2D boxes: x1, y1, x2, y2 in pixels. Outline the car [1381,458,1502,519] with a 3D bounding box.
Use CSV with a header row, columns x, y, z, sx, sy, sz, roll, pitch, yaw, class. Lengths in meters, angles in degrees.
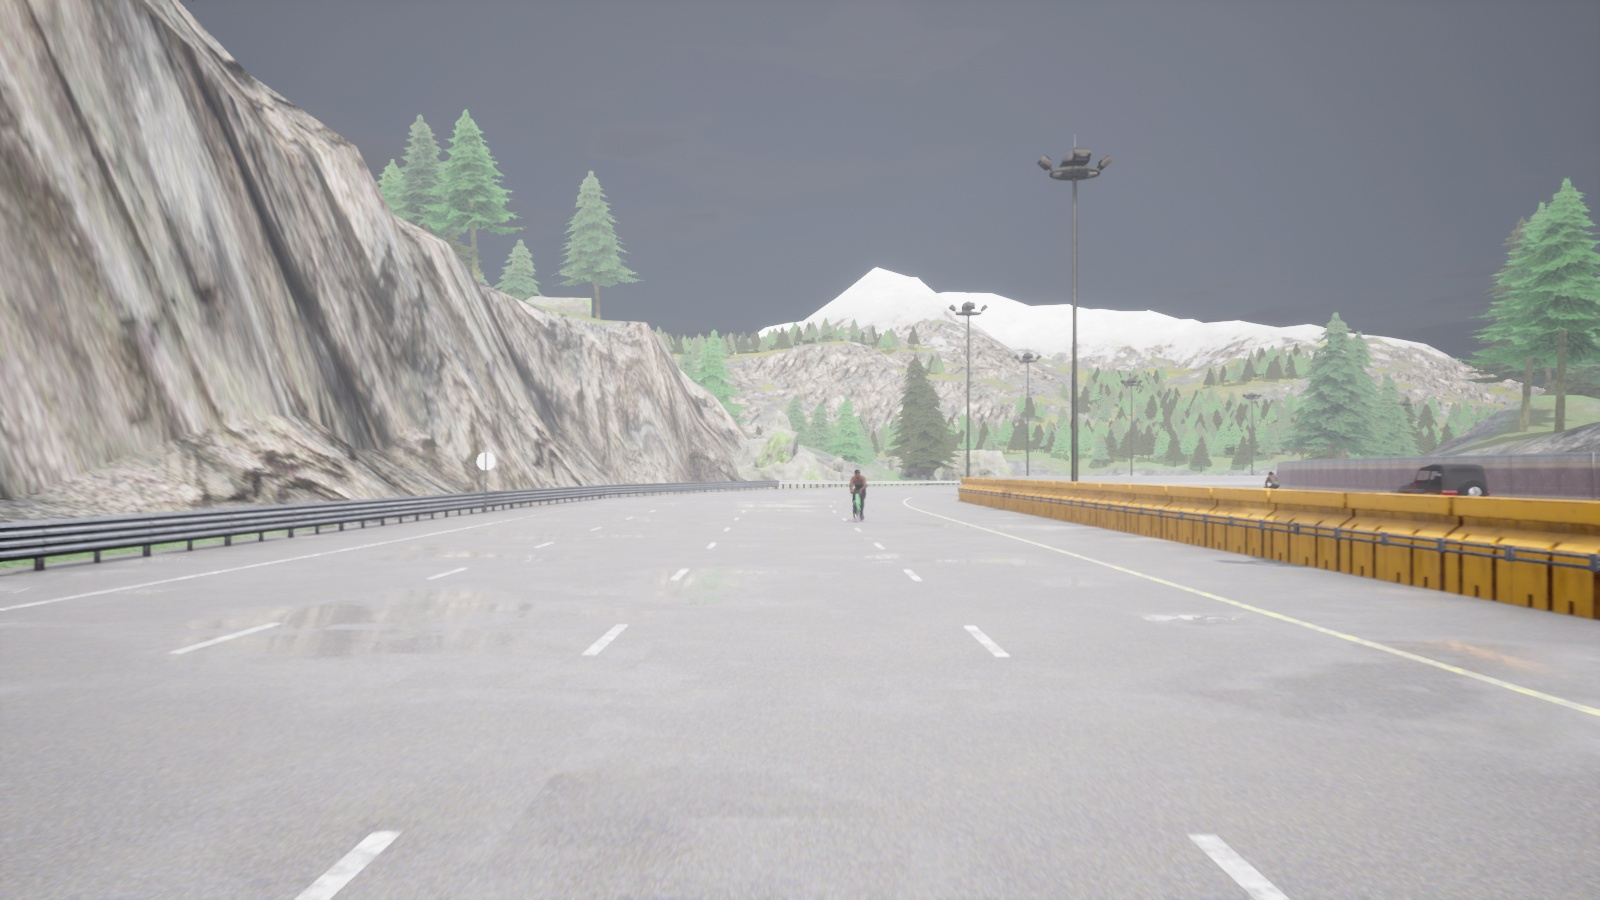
x,y,z,sx,sy,sz,roll,pitch,yaw,class
20.715,1.211,40.726,1.905,1.878,3.866,0,-1,-1,car
